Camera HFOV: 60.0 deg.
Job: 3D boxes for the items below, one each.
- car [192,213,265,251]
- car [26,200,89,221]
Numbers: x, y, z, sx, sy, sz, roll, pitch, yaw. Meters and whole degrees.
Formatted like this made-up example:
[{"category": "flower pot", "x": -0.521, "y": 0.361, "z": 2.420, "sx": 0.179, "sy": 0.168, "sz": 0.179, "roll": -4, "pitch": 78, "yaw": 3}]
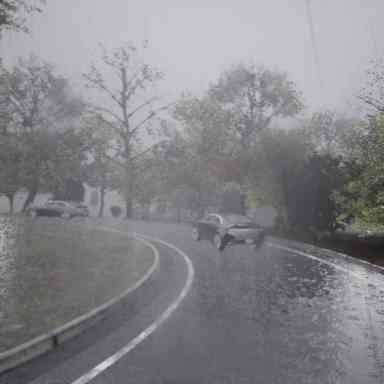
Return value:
[{"category": "car", "x": 1.468, "y": 1.682, "z": 15.135, "sx": 2.128, "sy": 1.511, "sz": 4.902, "roll": 2, "pitch": -1, "yaw": -18}, {"category": "car", "x": -10.244, "y": 1.353, "z": 25.292, "sx": 4.902, "sy": 1.511, "sz": 2.128, "roll": 2, "pitch": -1, "yaw": 15}]
